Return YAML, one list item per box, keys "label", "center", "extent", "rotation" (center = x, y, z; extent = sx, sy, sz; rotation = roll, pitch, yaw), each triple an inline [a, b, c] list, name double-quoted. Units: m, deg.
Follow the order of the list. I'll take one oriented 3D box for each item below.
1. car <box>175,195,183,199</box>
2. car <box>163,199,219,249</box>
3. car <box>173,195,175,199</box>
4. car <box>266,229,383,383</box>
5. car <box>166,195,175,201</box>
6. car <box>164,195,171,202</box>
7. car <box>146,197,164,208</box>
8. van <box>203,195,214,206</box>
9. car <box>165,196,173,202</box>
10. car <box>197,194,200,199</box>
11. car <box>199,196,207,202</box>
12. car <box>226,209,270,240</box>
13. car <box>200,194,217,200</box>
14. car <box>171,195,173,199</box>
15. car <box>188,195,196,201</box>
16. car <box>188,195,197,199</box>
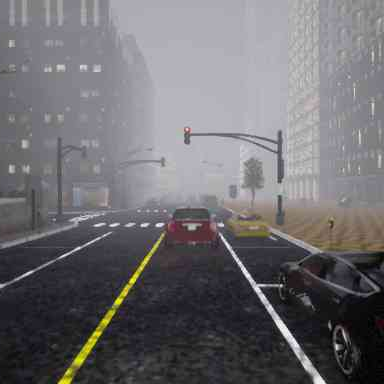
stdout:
- label: "car"
  center: [-3.002, 1.548, 78.619]
  extent: [1.882, 1.535, 5.008]
  rotation: [0, 0, 0]
- label: "car"
  center: [0.000, 1.367, 14.621]
  extent: [2.097, 1.767, 4.553]
  rotation: [0, 0, 0]
- label: "car"
  center: [-5.696, 1.512, 76.589]
  extent: [1.967, 1.590, 4.097]
  rotation: [0, 0, 0]
- label: "car"
  center: [2.686, 1.564, 5.278]
  extent: [1.947, 1.339, 4.313]
  rotation: [0, 0, 0]
- label: "car"
  center: [-5.696, 1.535, 87.642]
  extent: [1.967, 1.590, 4.097]
  rotation: [0, 0, 0]
- label: "car"
  center: [-5.695, 1.601, 65.536]
  extent: [2.008, 1.369, 4.403]
  rotation: [0, 0, 0]
- label: "car"
  center: [-5.694, 1.576, 48.956]
  extent: [2.008, 1.369, 4.403]
  rotation: [0, 0, 0]
- label: "van"
  center: [2.684, 1.373, 54.482]
  extent: [1.690, 1.788, 3.998]
  rotation: [0, 0, 0]
- label: "car"
  center: [-5.695, 1.665, 82.116]
  extent: [1.802, 1.307, 4.206]
  rotation: [0, 0, 0]
- label: "car"
  center: [2.684, 1.376, 71.062]
  extent: [2.192, 1.841, 5.009]
  rotation: [0, 0, 0]
- label: "car"
  center: [2.685, 1.628, 82.116]
  extent: [1.887, 1.381, 4.507]
  rotation: [0, 0, 0]
- label: "car"
  center: [2.686, 1.526, 16.713]
  extent: [1.752, 1.417, 4.829]
  rotation: [0, 0, 0]
- label: "car"
  center: [2.685, 1.340, 48.956]
  extent: [2.192, 1.841, 5.009]
  rotation: [0, 0, 0]
- label: "car"
  center: [-5.695, 1.605, 71.061]
  extent: [1.887, 1.381, 4.507]
  rotation: [0, 0, 0]
- label: "car"
  center: [-0.001, 1.487, 88.150]
  extent: [1.882, 1.535, 5.008]
  rotation: [0, 0, 0]
- label: "car"
  center: [-0.001, 1.570, 74.399]
  extent: [1.994, 1.385, 4.181]
  rotation: [0, 0, 0]
